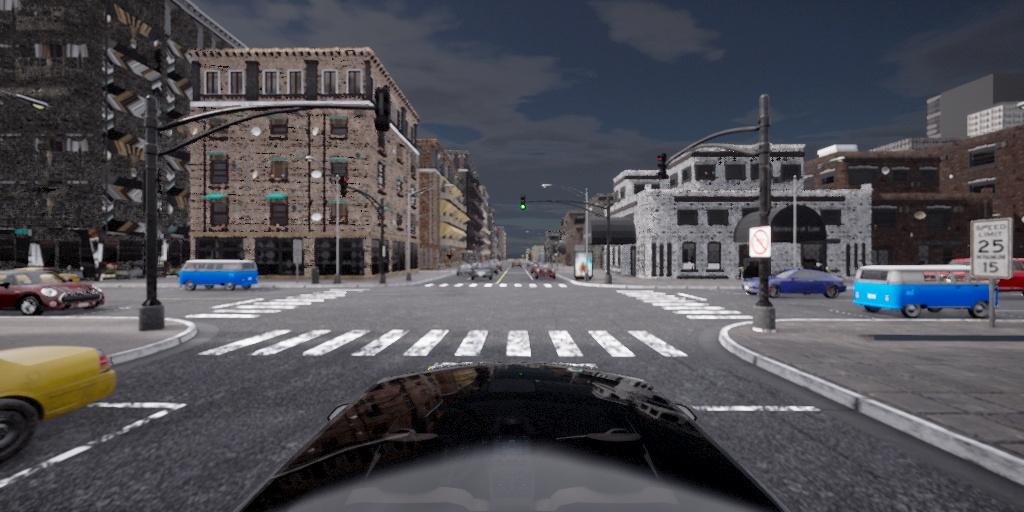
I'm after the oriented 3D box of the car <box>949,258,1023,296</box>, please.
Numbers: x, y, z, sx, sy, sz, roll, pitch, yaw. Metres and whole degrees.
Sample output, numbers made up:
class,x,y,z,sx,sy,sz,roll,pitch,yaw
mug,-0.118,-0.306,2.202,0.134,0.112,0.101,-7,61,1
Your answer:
class,x,y,z,sx,sy,sz,roll,pitch,yaw
car,24.271,1.125,18.627,5.566,2.045,2.150,0,0,0

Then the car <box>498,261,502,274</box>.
class,x,y,z,sx,sy,sz,roll,pitch,yaw
car,-2.572,1.508,43.612,1.837,1.490,4.892,0,0,0

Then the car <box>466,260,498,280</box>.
class,x,y,z,sx,sy,sz,roll,pitch,yaw
car,-2.714,1.427,33.342,2.128,1.511,4.902,0,0,-1

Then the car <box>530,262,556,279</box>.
class,x,y,z,sx,sy,sz,roll,pitch,yaw
car,3.104,1.386,34.739,1.967,1.591,4.097,0,0,1

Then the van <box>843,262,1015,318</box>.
class,x,y,z,sx,sy,sz,roll,pitch,yaw
van,14.793,1.225,12.888,3.998,1.789,1.690,0,0,0

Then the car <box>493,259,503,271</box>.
class,x,y,z,sx,sy,sz,roll,pitch,yaw
car,-2.426,1.552,54.238,1.882,1.535,5.008,0,0,1

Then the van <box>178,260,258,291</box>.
class,x,y,z,sx,sy,sz,roll,pitch,yaw
van,-17.521,1.138,21.440,3.998,1.789,1.690,0,0,0

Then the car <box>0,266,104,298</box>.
class,x,y,z,sx,sy,sz,roll,pitch,yaw
car,-17.585,1.250,13.059,4.097,1.591,1.967,0,0,0

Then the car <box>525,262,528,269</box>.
class,x,y,z,sx,sy,sz,roll,pitch,yaw
car,3.321,1.610,51.828,2.007,1.370,4.403,0,0,1

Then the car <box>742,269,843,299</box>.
class,x,y,z,sx,sy,sz,roll,pitch,yaw
car,14.608,1.401,18.676,4.674,1.442,1.812,0,0,2

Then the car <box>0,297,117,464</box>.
class,x,y,z,sx,sy,sz,roll,pitch,yaw
car,-5.690,1.277,2.212,1.751,1.417,4.829,0,0,1

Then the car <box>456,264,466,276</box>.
class,x,y,z,sx,sy,sz,roll,pitch,yaw
car,-5.204,1.532,40.530,2.007,1.370,4.403,0,0,1

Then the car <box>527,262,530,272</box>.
class,x,y,z,sx,sy,sz,roll,pitch,yaw
car,3.248,1.604,46.132,1.802,1.307,4.207,0,0,1
